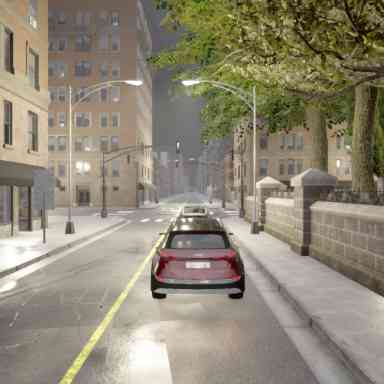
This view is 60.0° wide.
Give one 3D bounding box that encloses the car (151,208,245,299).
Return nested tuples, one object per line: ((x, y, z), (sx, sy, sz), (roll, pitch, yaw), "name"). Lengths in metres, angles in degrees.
((0.117, 1.430, 8.448), (2.033, 1.649, 4.856), (0, 0, 0), "car")

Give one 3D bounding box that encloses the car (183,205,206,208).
((0.135, 1.503, 18.295), (1.837, 1.490, 4.892), (0, 0, 0), "car")
